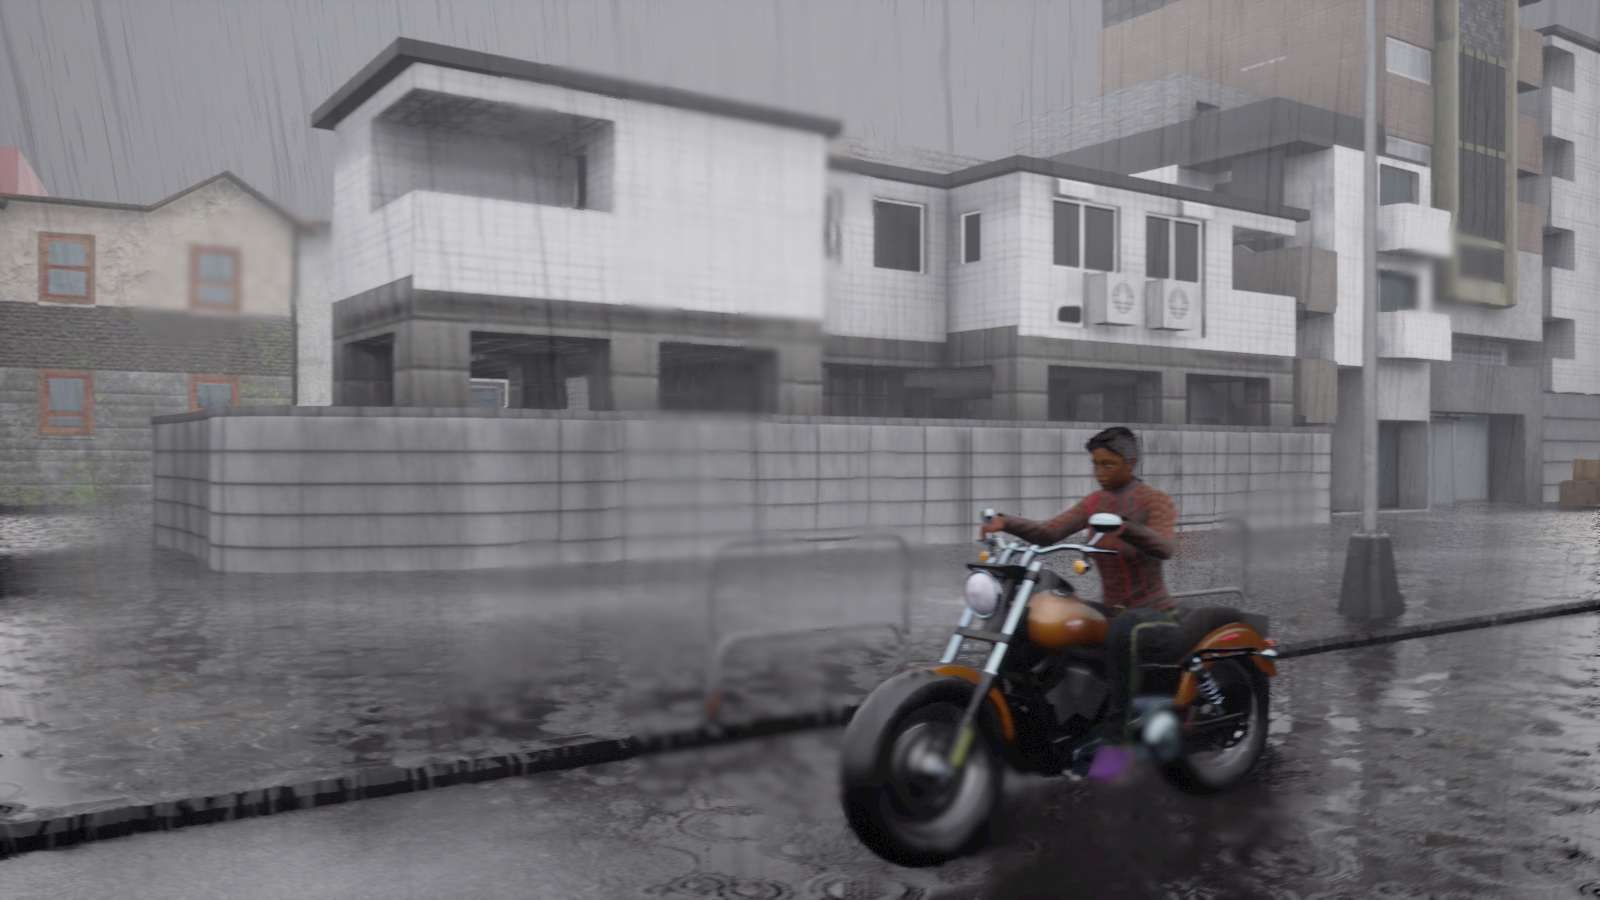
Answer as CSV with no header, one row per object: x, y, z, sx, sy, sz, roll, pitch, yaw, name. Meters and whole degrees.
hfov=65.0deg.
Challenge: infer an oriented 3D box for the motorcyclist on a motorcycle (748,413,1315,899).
0.995,0.705,4.961,2.350,1.649,0.766,0,0,-35,motorcyclist on a motorcycle
